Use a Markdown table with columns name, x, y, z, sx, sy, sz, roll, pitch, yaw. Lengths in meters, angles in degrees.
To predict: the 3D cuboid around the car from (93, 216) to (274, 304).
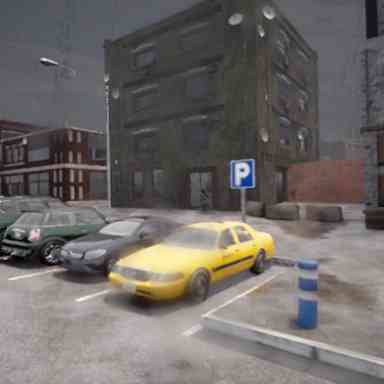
| name | x | y | z | sx | sy | sz | roll | pitch | yaw |
| --- | --- | --- | --- | --- | --- | --- | --- | --- | --- |
| car | 0.373 | 1.455 | 8.467 | 1.946 | 1.575 | 5.366 | 0 | 0 | 36 |

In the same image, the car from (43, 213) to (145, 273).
| name | x | y | z | sx | sy | sz | roll | pitch | yaw |
| --- | --- | --- | --- | --- | --- | --- | --- | --- | --- |
| car | -1.759 | 1.489 | 10.226 | 2.002 | 1.452 | 4.674 | 0 | 0 | 36 |

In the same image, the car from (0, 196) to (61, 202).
| name | x | y | z | sx | sy | sz | roll | pitch | yaw |
| --- | --- | --- | --- | --- | --- | --- | --- | --- | --- |
| car | -6.225 | 1.189 | 13.455 | 2.435 | 2.045 | 5.566 | 0 | 0 | 36 |

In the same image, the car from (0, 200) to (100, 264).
| name | x | y | z | sx | sy | sz | roll | pitch | yaw |
| --- | --- | --- | --- | --- | --- | --- | --- | --- | --- |
| car | -4.020 | 1.317 | 11.801 | 2.185 | 1.767 | 4.553 | 0 | 0 | 36 |
